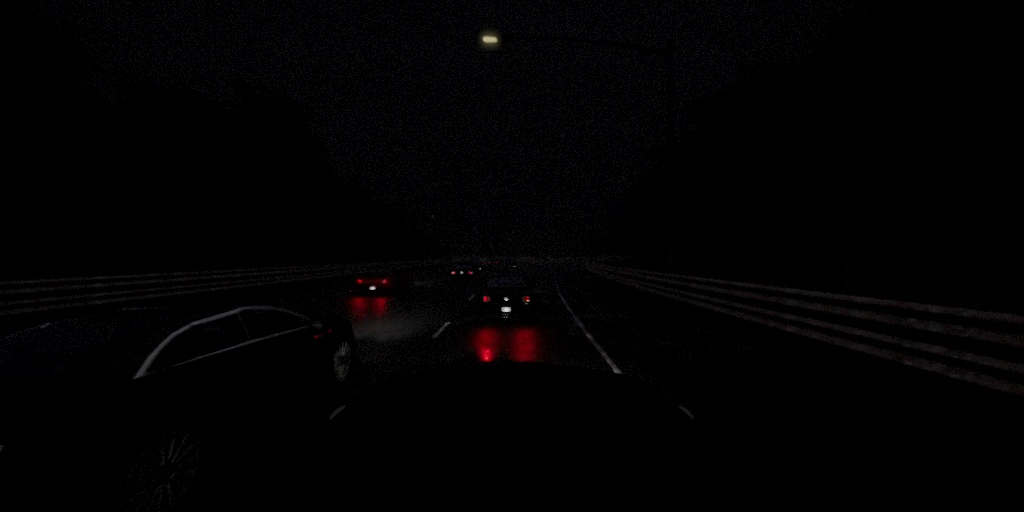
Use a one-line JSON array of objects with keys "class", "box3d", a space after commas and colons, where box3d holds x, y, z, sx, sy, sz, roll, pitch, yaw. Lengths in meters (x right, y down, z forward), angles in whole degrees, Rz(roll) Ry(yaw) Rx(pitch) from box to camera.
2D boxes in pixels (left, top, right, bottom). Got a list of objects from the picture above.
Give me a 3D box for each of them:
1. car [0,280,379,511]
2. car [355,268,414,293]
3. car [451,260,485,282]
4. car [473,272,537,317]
[{"class": "car", "box3d": [-3.522, 1.245, 4.086, 2.128, 1.511, 4.902, 0, 0, -1]}, {"class": "car", "box3d": [-7.142, 1.334, 20.653, 1.895, 1.301, 4.718, 0, 0, 0]}, {"class": "car", "box3d": [-3.573, 1.259, 28.351, 2.033, 1.411, 5.357, 0, 0, 1]}, {"class": "car", "box3d": [-0.173, 1.341, 13.176, 1.895, 1.301, 4.718, 0, 0, 0]}]
